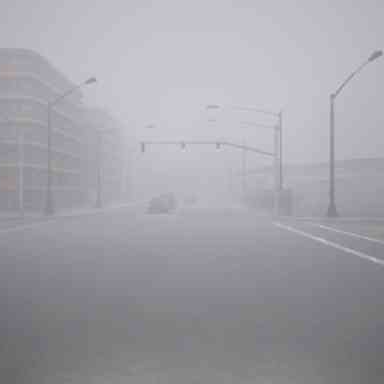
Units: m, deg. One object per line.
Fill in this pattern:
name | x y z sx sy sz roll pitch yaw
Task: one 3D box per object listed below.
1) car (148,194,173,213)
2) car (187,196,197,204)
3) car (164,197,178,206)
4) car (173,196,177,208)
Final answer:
car | -3.592 1.385 36.877 2.097 1.767 4.553 0 0 0
car | -0.003 1.550 65.142 2.128 1.511 4.902 0 0 0
car | -3.503 1.614 56.336 1.994 1.385 4.181 0 0 0
car | -3.553 1.262 46.470 2.150 2.045 5.566 0 0 0
